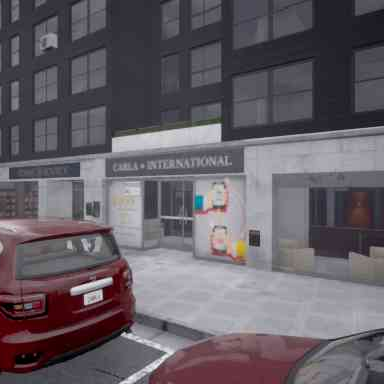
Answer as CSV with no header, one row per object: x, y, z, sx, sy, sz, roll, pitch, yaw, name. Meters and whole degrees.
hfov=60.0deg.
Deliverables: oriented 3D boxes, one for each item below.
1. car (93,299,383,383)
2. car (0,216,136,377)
1.513,1.582,1.999,4.206,1.307,1.802,0,0,35,car
-3.099,1.314,5.281,5.009,1.841,2.192,0,0,35,car
